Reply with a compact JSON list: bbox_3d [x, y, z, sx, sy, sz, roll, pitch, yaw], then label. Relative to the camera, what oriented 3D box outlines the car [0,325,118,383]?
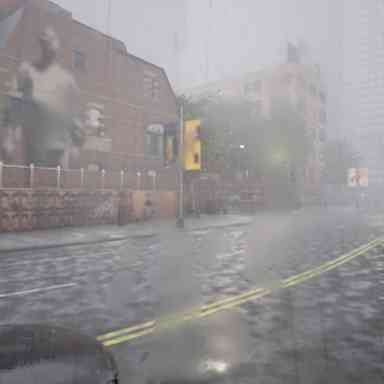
[{"bbox_3d":[-2.722,1.524,1.918,4.674,1.442,1.812,1,0,-35],"label":"car"}]
